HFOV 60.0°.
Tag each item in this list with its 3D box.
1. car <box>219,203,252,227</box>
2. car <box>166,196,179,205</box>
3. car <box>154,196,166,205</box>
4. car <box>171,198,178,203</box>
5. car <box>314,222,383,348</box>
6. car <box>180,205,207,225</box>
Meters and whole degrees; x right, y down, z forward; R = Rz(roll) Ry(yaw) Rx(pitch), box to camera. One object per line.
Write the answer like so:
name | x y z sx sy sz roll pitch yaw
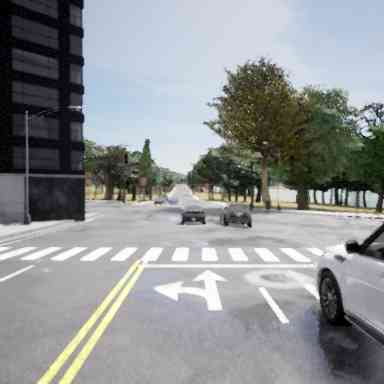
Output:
car | 3.377 1.680 26.397 2.097 1.767 4.553 1 1 -1
car | -4.192 2.030 73.854 1.812 1.442 4.674 0 -1 -2
car | -7.440 2.048 73.750 2.033 1.411 5.357 0 -1 -2
car | -4.661 2.326 88.759 1.895 1.301 4.718 0 -1 -2
car | 3.355 1.223 3.875 2.150 2.045 5.566 0 0 0
car | 0.113 1.801 26.974 1.837 1.490 4.892 2 -1 0
